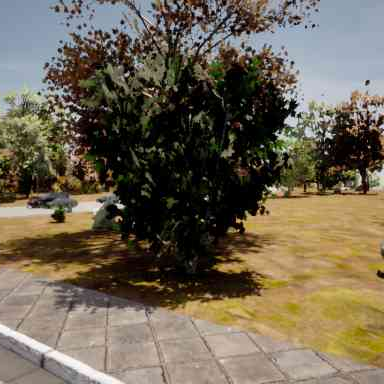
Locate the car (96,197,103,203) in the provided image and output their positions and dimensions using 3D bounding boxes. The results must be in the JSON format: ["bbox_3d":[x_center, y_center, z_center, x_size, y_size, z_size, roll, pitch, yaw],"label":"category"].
[{"bbox_3d":[-12.858,0.971,54.024,2.033,1.411,5.357,0,3,39],"label":"car"}]

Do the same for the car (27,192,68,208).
[{"bbox_3d":[-19.565,1.060,45.758,2.150,2.045,5.566,0,2,39],"label":"car"}]

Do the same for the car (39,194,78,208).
[{"bbox_3d":[-17.022,1.400,43.329,1.994,1.385,4.181,0,2,39],"label":"car"}]
